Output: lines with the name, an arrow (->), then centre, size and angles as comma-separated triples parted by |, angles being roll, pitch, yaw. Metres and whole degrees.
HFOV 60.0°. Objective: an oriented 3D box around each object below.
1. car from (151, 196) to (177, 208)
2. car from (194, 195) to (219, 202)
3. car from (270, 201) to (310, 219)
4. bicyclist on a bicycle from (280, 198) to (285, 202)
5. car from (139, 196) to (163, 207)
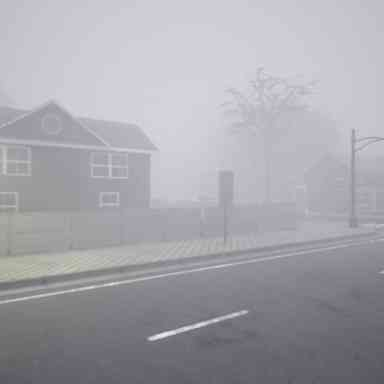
car -> -3.722, 1.693, 46.288 | 2.033, 1.411, 5.357 | 0, 0, -35
car -> 2.401, 1.348, 37.628 | 2.150, 2.045, 5.566 | 0, 0, -35
car -> 8.122, 1.601, 29.539 | 2.128, 1.511, 4.902 | 0, 0, -35
bicyclist on a bicycle -> 10.029, 1.437, 36.983 | 1.656, 1.620, 0.582 | 0, 0, -35
car -> -6.849, 1.524, 55.790 | 2.097, 1.767, 4.553 | 0, 0, -35
